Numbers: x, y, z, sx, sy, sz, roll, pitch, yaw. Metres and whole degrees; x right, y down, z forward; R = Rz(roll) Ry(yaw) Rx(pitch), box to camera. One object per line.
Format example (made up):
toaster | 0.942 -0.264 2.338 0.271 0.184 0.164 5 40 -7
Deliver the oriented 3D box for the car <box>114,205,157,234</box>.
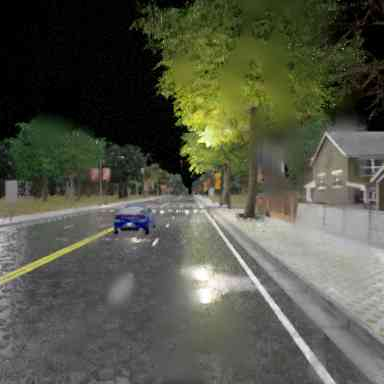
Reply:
car | -3.186 1.503 19.406 1.882 1.535 5.008 0 0 0
